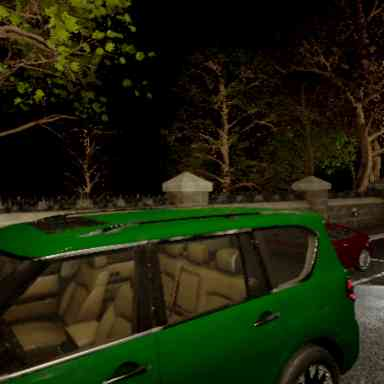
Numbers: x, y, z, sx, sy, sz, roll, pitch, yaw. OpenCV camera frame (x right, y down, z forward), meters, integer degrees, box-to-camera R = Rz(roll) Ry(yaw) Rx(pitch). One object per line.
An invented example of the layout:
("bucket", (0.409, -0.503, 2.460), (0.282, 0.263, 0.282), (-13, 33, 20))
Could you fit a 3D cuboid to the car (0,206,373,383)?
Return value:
("car", (-0.862, 1.211, 2.752), (5.566, 2.045, 2.150), (-1, 1, -35))
